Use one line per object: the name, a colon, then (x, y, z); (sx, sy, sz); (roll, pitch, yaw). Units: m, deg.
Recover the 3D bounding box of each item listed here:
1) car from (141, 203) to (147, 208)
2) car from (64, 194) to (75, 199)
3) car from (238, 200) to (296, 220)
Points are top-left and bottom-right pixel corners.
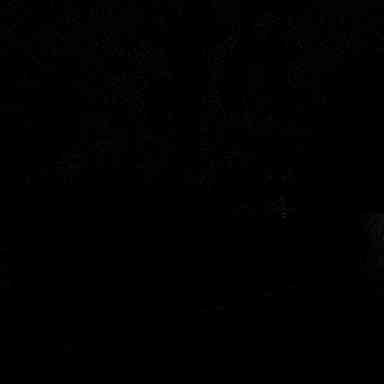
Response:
car: (-7.828, 1.230, 43.831); (2.097, 1.767, 4.553); (0, 0, -39)
car: (-24.222, 1.239, 64.388); (2.097, 1.767, 4.553); (0, 0, -38)
car: (5.897, 1.391, 26.715); (1.882, 1.535, 5.008); (0, 2, -39)
